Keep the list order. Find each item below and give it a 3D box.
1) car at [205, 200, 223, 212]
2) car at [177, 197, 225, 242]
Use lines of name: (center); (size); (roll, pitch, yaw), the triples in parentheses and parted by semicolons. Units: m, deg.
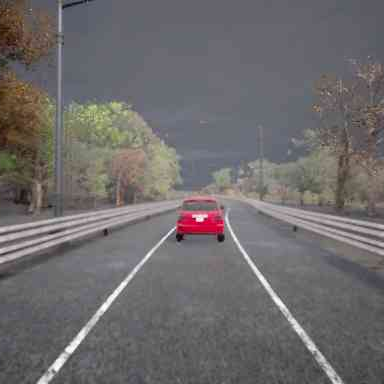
car: (2.885, 1.757, 42.610); (1.994, 1.385, 4.181); (0, 0, 7)
car: (0.490, 1.287, 17.088); (2.150, 2.045, 5.566); (0, 0, 3)
